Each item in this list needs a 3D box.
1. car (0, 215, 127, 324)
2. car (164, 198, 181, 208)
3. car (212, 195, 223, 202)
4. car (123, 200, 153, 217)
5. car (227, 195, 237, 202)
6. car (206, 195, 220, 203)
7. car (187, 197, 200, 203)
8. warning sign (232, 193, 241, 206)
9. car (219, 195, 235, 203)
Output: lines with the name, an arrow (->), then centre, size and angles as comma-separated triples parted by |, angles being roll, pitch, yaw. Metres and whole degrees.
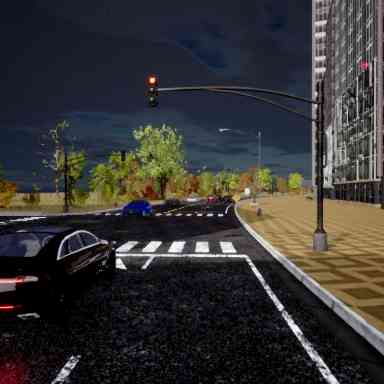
car -> -2.993, 1.491, 7.121 | 2.128, 1.511, 4.902 | 0, 0, 1
car -> -2.835, 1.549, 49.684 | 2.033, 1.411, 5.357 | 0, 0, 8
car -> 6.327, 1.495, 80.564 | 1.882, 1.535, 5.008 | 0, 0, 14
car -> -5.016, 1.476, 31.213 | 1.882, 1.535, 5.008 | 0, 0, 5
car -> 9.621, 1.498, 80.376 | 1.882, 1.535, 5.008 | 0, 0, 14
car -> 4.370, 1.366, 71.171 | 2.097, 1.767, 4.553 | 0, 0, 12
car -> 0.347, 1.610, 68.179 | 1.895, 1.301, 4.718 | 0, 0, 11
warning sign -> 6.460, 1.122, 48.222 | 1.300, 1.860, 1.060 | 0, 0, 8
car -> 7.488, 1.493, 70.118 | 1.882, 1.535, 5.008 | 0, 0, 12
